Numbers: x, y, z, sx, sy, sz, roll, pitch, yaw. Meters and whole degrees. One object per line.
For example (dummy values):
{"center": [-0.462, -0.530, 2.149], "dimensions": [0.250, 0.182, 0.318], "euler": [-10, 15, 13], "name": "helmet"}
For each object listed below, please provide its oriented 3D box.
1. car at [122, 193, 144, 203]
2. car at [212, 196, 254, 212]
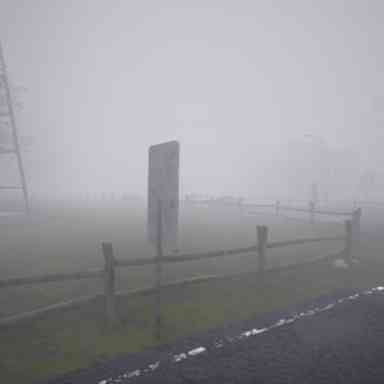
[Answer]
{"center": [-9.152, 0.844, 51.606], "dimensions": [1.882, 1.535, 5.008], "euler": [1, 0, -35], "name": "car"}
{"center": [4.004, 1.167, 32.998], "dimensions": [1.837, 1.490, 4.892], "euler": [1, 0, -35], "name": "car"}
